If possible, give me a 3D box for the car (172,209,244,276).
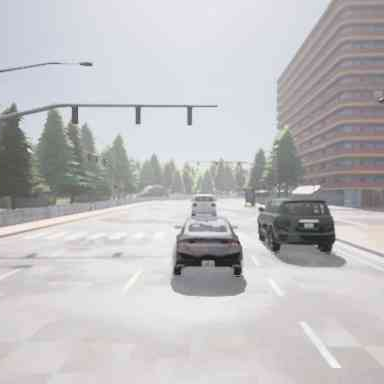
[{"bbox_3d":[0.447,1.491,10.352,2.128,1.511,4.902,0,0,1],"label":"car"}]

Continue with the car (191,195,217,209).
[{"bbox_3d":[1.087,1.245,30.458,2.150,2.045,5.566,0,0,2],"label":"car"}]

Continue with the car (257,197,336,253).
[{"bbox_3d":[4.114,1.227,13.927,2.150,2.045,5.566,0,0,3],"label":"car"}]
